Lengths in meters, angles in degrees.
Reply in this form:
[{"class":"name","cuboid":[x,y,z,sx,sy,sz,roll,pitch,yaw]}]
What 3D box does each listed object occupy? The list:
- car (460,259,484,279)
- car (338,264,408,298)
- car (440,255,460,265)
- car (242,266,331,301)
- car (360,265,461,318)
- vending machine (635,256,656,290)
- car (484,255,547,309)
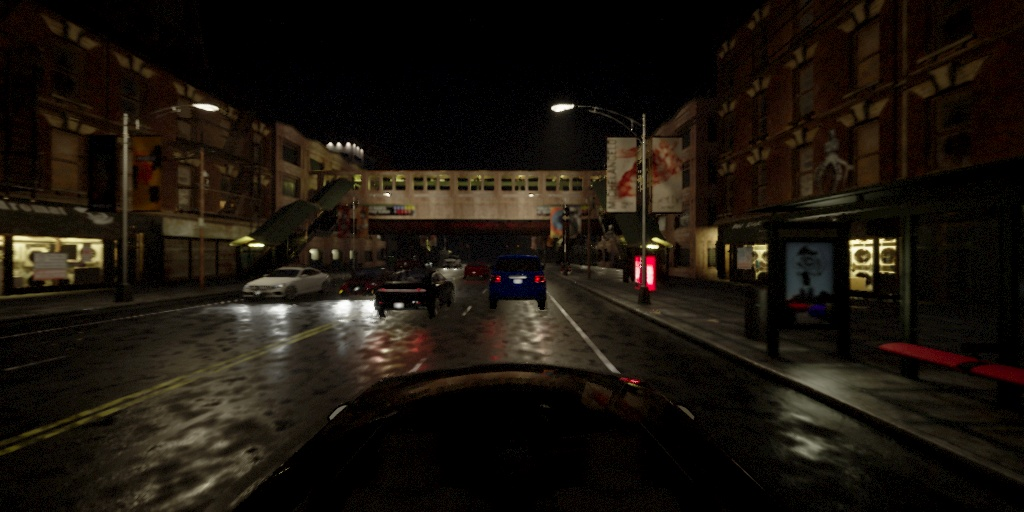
[{"class":"car","cuboid":[-3.090,1.219,31.968,1.882,1.535,5.008,0,0,0]},{"class":"car","cuboid":[-6.935,1.290,18.042,1.994,1.385,4.181,0,0,1]},{"class":"car","cuboid":[-9.801,0.938,58.899,2.150,2.045,5.566,0,0,2]},{"class":"car","cuboid":[-10.446,1.238,17.100,1.812,1.442,4.674,0,0,1]},{"class":"car","cuboid":[-3.281,1.230,12.886,2.128,1.511,4.902,0,0,0]},{"class":"vending machine","cuboid":[7.574,0.975,20.430,1.100,2.100,0.880,0,0,1]},{"class":"car","cuboid":[0.233,0.973,15.207,2.150,2.045,5.566,0,0,1]}]
